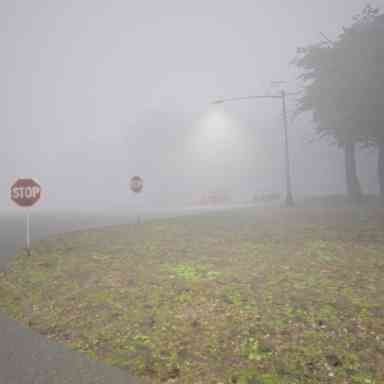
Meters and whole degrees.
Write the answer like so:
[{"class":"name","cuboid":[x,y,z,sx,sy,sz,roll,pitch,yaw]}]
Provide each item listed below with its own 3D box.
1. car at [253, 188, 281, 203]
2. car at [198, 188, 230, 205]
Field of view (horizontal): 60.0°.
[{"class":"car","cuboid":[9.063,0.314,40.273,2.097,1.767,4.553,-4,-1,34]},{"class":"car","cuboid":[2.960,0.605,43.736,2.150,2.045,5.566,-4,-1,34]}]
